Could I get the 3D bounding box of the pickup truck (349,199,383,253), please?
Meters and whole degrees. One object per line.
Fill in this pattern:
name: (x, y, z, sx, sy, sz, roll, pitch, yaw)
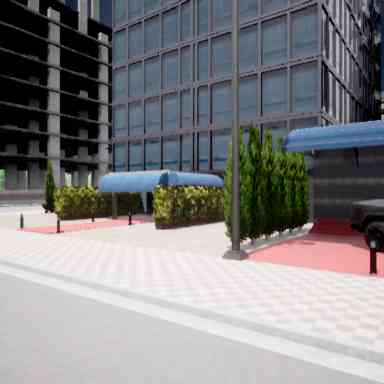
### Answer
pickup truck: (8.064, 1.024, 9.935, 2.390, 2.098, 6.274, 0, 0, -24)
